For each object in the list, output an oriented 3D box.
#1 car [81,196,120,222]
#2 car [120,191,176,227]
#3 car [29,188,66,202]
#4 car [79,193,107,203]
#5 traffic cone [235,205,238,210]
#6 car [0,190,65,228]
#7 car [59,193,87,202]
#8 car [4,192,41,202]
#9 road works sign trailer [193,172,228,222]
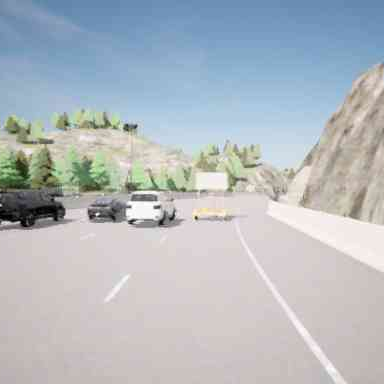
[{"bbox_3d":[-5.637,1.185,23.303,2.128,1.511,4.902,1,1,7],"label":"car"},{"bbox_3d":[-2.454,0.978,21.138,2.150,2.045,5.566,0,1,7],"label":"car"},{"bbox_3d":[-22.018,0.426,50.976,2.150,2.045,5.566,1,1,14],"label":"car"},{"bbox_3d":[-14.980,0.903,50.380,1.895,1.301,4.718,1,1,14],"label":"car"},{"bbox_3d":[4.907,1.648,37.058,0.340,0.580,0.340,1,1,9],"label":"traffic cone"},{"bbox_3d":[-9.624,0.901,19.559,2.150,2.045,5.566,0,1,6],"label":"car"},{"bbox_3d":[-18.306,0.811,51.430,1.994,1.385,4.181,1,1,14],"label":"car"},{"bbox_3d":[-25.707,0.707,50.624,2.033,1.411,5.357,1,1,14],"label":"car"},{"bbox_3d":[1.420,0.237,24.434,2.380,3.560,2.880,1,1,9],"label":"road works sign trailer"}]
